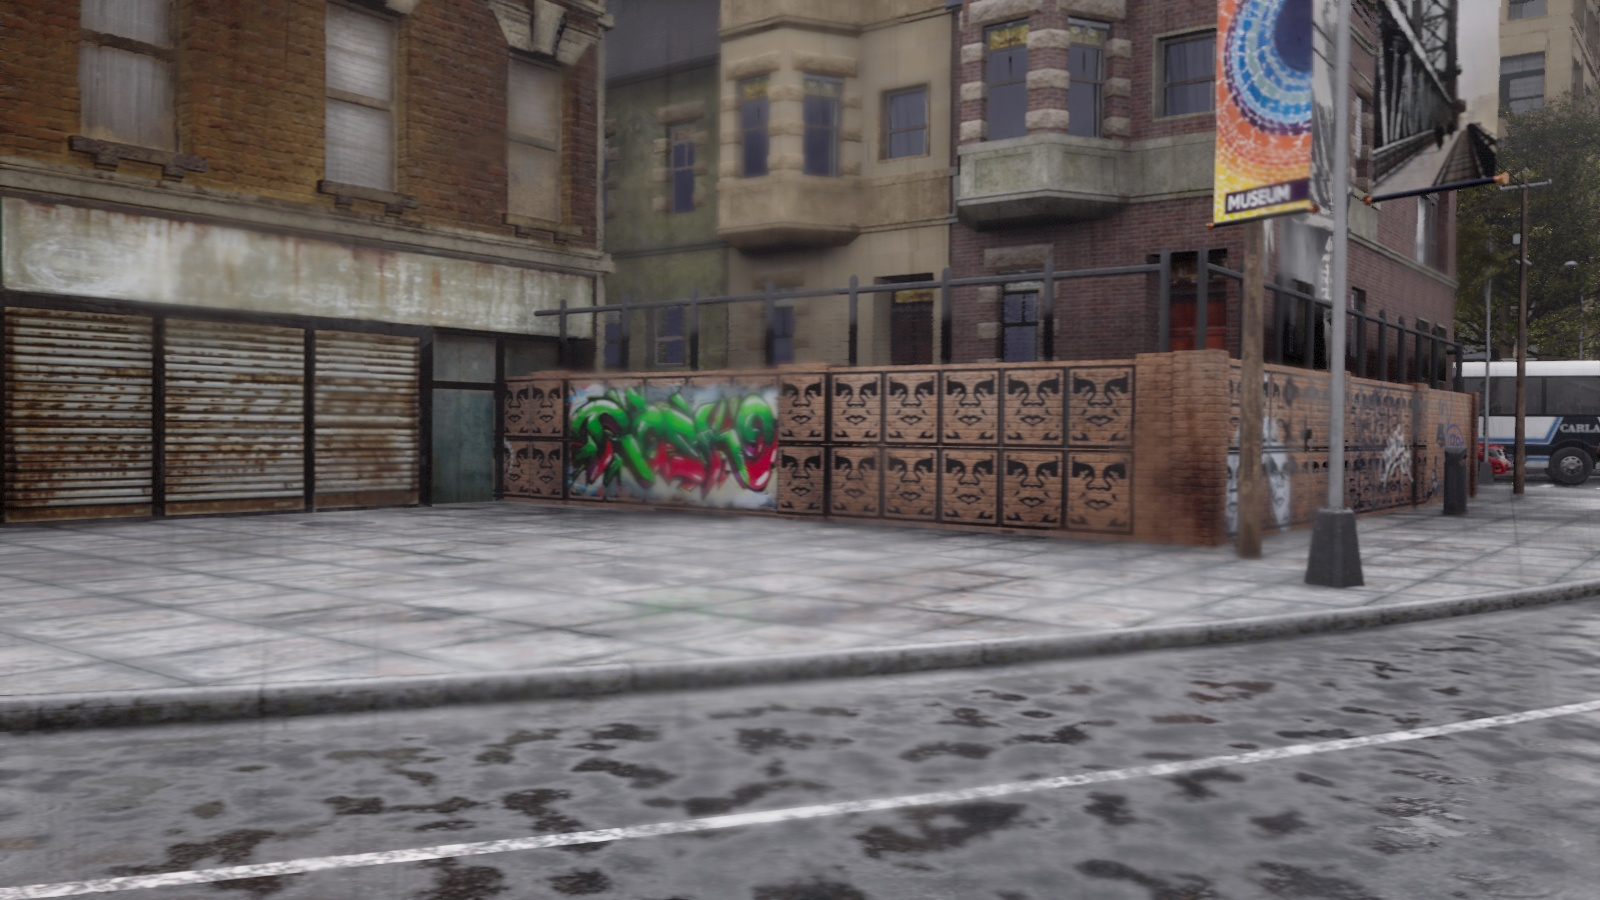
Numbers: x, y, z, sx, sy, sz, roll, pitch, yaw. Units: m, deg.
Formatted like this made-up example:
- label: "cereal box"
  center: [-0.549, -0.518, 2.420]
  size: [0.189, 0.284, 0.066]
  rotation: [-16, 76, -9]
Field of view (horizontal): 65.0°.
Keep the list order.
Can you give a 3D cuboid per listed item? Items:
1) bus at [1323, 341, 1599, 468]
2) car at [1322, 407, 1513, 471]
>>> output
- label: "bus"
  center: [24.518, -1.551, 45.179]
  size: [10.273, 4.253, 3.944]
  rotation: [0, 1, 26]
- label: "car"
  center: [21.067, -0.383, 42.967]
  size: [5.566, 2.045, 2.150]
  rotation: [0, 1, 38]
